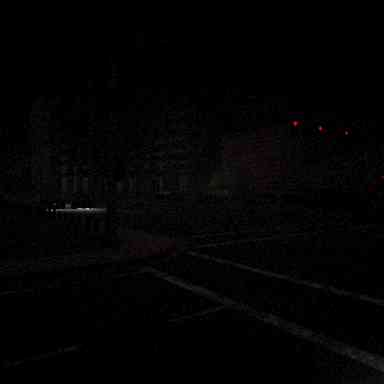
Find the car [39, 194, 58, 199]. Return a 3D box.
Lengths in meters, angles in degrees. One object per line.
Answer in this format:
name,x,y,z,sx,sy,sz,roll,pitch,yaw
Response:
car,-25.985,1.465,61.105,2.128,1.511,4.902,0,0,-35

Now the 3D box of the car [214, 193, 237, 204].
car,7.110,1.307,70.779,1.970,1.475,3.806,0,0,-35

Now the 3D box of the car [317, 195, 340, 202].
car,27.269,1.249,66.583,1.784,1.438,3.905,0,0,-35

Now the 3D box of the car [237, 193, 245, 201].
car,9.473,1.270,72.451,1.784,1.438,3.905,0,0,-35

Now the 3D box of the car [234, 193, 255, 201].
car,11.633,1.055,74.043,1.932,1.855,4.605,0,0,-35

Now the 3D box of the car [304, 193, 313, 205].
car,24.868,1.044,64.961,1.932,1.855,4.605,0,0,-35

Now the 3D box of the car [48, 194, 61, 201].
car,-36.348,1.308,87.721,2.097,1.767,4.553,0,0,-36

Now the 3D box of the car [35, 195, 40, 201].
car,-39.210,1.411,85.723,1.812,1.442,4.674,0,0,-36

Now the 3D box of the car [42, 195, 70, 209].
car,-18.072,1.486,43.922,1.837,1.490,4.892,0,0,-35

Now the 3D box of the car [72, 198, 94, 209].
car,-14.969,1.537,45.592,1.994,1.385,4.181,0,0,-35

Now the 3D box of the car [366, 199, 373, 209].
car,19.020,1.084,39.303,1.905,1.878,3.866,0,0,-35

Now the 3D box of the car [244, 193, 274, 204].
car,11.132,1.318,55.121,1.970,1.475,3.806,0,0,-35

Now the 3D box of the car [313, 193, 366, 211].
car,16.627,1.087,37.675,1.932,1.855,4.605,0,0,-35

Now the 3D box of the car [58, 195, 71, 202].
car,-30.556,1.484,79.606,1.812,1.442,4.674,0,0,-36
